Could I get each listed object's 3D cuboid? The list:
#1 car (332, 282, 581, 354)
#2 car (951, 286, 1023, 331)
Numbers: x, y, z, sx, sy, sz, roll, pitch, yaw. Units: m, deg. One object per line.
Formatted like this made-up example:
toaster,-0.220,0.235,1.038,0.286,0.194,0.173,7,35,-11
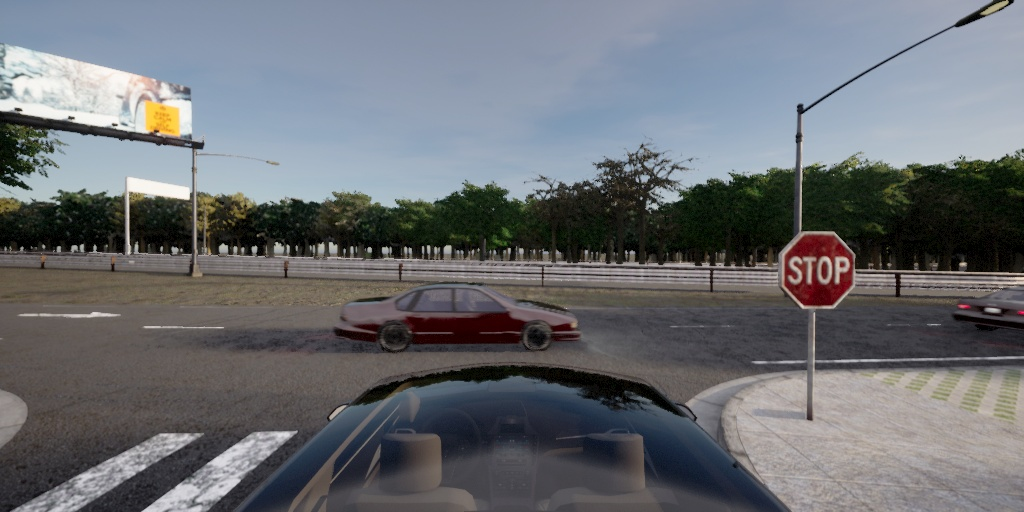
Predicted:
car,-1.181,1.343,8.426,5.357,1.411,2.033,1,1,-5
car,15.710,1.581,10.185,5.357,1.411,2.033,1,0,-7
